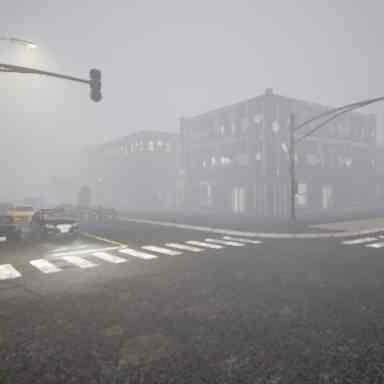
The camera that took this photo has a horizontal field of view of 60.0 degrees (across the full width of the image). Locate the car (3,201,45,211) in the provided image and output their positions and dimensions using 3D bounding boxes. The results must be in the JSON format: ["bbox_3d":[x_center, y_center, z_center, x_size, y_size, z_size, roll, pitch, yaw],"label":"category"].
[{"bbox_3d":[-13.581,1.790,26.778,1.882,1.535,5.008,-1,0,-36],"label":"car"}]

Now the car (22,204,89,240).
[{"bbox_3d":[-7.779,1.689,18.617,2.128,1.511,4.902,-1,0,-35],"label":"car"}]

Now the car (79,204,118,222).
[{"bbox_3d":[-7.865,1.749,28.710,2.008,1.369,4.403,-2,0,-35],"label":"car"}]

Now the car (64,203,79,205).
[{"bbox_3d":[-11.074,1.843,33.220,1.802,1.307,4.206,-2,0,-35],"label":"car"}]

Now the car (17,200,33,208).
[{"bbox_3d":[-30.330,2.167,60.278,1.887,1.381,4.507,-2,1,-35],"label":"car"}]

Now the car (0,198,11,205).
[{"bbox_3d":[-46.379,2.348,82.826,1.967,1.590,4.097,-2,1,-35],"label":"car"}]

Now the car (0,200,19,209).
[{"bbox_3d":[-19.580,1.906,35.223,1.882,1.535,5.008,-1,0,-35],"label":"car"}]

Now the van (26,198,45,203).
[{"bbox_3d":[-23.917,1.846,51.258,1.690,1.788,3.998,-2,0,-35],"label":"van"}]

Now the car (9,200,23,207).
[{"bbox_3d":[-36.748,2.303,69.298,1.947,1.339,4.313,-2,1,-35],"label":"car"}]

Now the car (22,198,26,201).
[{"bbox_3d":[-27.127,1.879,55.767,2.192,1.841,5.009,-2,0,-35],"label":"car"}]

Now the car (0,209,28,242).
[{"bbox_3d":[-9.953,1.807,16.983,1.947,1.339,4.313,-2,0,-35],"label":"car"}]
